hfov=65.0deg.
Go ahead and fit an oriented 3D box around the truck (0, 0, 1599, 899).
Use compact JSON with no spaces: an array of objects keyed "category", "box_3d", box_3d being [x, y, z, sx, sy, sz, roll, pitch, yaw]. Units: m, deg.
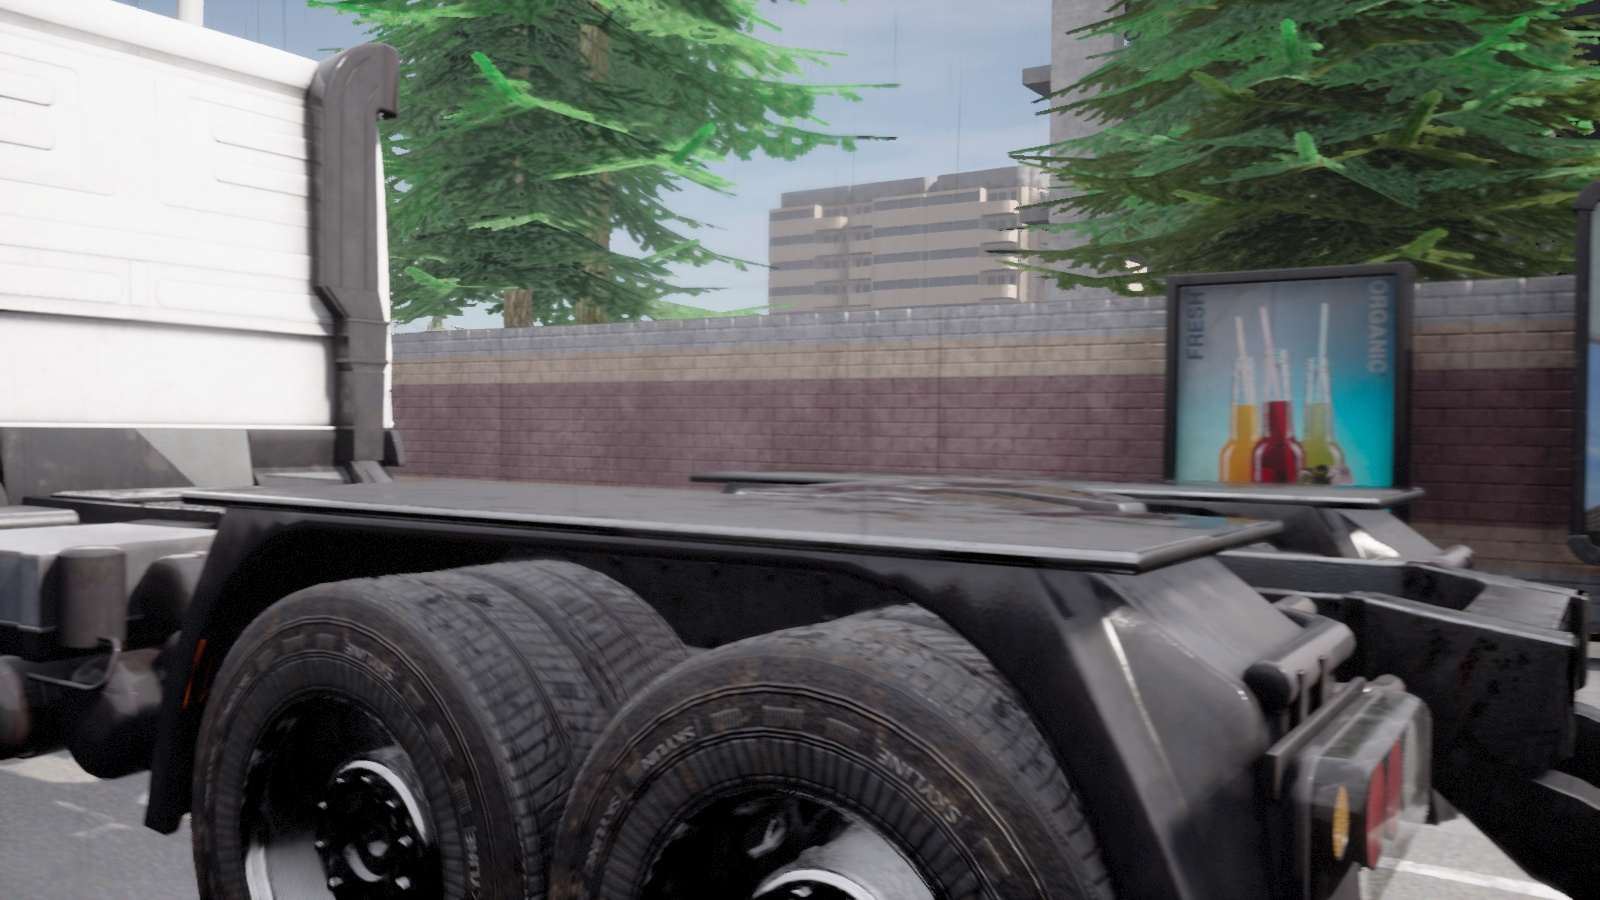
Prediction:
[{"category":"truck","box_3d":[-1.514,-0.312,4.610,7.936,3.462,2.891,0,1,34]}]
